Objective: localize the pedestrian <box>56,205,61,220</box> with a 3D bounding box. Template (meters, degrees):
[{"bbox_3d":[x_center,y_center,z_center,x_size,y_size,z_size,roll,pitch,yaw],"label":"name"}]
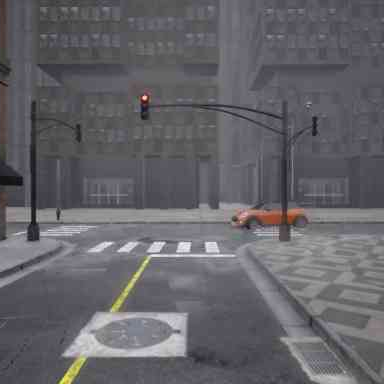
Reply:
[{"bbox_3d":[-9.825,1.533,24.453,0.500,1.100,0.500,0,0,1],"label":"pedestrian"}]

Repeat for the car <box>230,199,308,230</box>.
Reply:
[{"bbox_3d":[4.694,1.342,20.478,4.553,1.767,2.097,0,0,-12],"label":"car"}]
